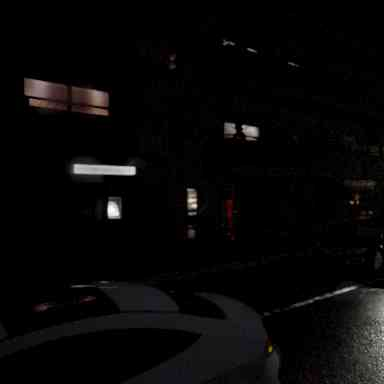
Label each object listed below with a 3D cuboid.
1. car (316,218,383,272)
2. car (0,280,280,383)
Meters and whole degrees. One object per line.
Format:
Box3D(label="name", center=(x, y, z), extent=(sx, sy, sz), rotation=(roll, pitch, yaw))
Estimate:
Box3D(label="car", center=(5.773, 1.537, 10.680), extent=(4.403, 1.369, 2.008), rotation=(0, 0, -35))
Box3D(label="car", center=(-1.321, 1.526, 2.428), extent=(4.674, 1.442, 1.812), rotation=(0, 0, -36))
